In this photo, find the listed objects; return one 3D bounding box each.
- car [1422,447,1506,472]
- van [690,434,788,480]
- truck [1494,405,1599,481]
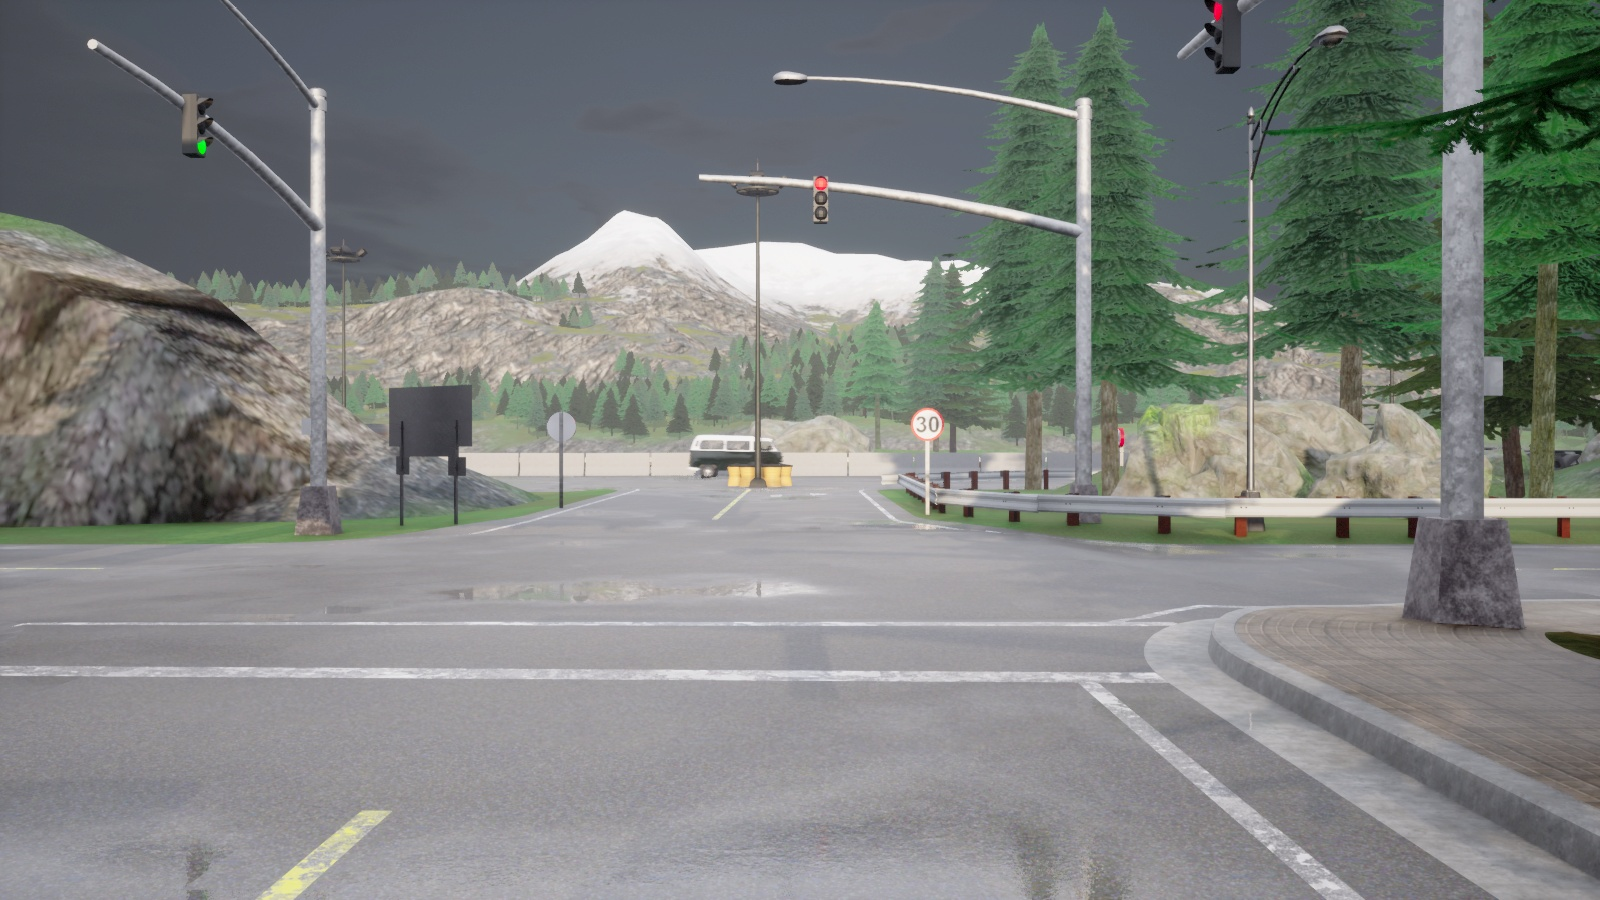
[{"bbox_3d":[40.363,0.557,76.395,4.193,1.474,1.816,0,0,0],"label":"car"},{"bbox_3d":[-2.832,0.321,59.200,4.480,2.038,2.069,1,0,0],"label":"van"},{"bbox_3d":[37.344,-0.342,58.912,7.936,3.462,2.891,0,0,1],"label":"truck"}]
